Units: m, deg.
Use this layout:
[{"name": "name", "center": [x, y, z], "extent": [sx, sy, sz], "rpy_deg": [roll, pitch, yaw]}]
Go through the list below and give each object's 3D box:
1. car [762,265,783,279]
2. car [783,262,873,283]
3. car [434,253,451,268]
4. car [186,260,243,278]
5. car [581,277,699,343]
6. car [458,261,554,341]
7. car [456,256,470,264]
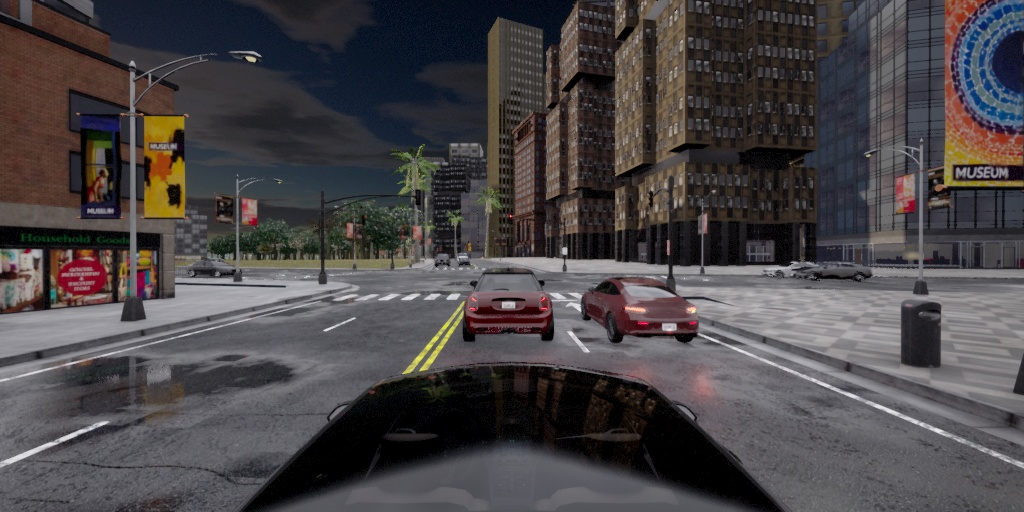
[{"name": "car", "center": [24.079, 1.204, 30.475], "extent": [4.674, 1.442, 1.812], "rpy_deg": [0, 0, 13]}, {"name": "car", "center": [24.042, 1.184, 27.143], "extent": [4.902, 1.511, 2.128], "rpy_deg": [0, 0, 13]}, {"name": "car", "center": [-10.490, 0.640, 54.338], "extent": [2.150, 2.045, 5.566], "rpy_deg": [0, 1, -8]}, {"name": "car", "center": [-26.626, 1.151, 32.131], "extent": [4.892, 1.490, 1.837], "rpy_deg": [1, 0, 13]}, {"name": "car", "center": [3.137, 1.274, 9.578], "extent": [1.812, 1.442, 4.674], "rpy_deg": [0, 0, -1]}, {"name": "car", "center": [-0.122, 1.101, 10.014], "extent": [2.097, 1.767, 4.553], "rpy_deg": [0, 0, -1]}, {"name": "car", "center": [-7.163, 1.027, 54.060], "extent": [1.895, 1.301, 4.718], "rpy_deg": [0, 1, -8]}]
